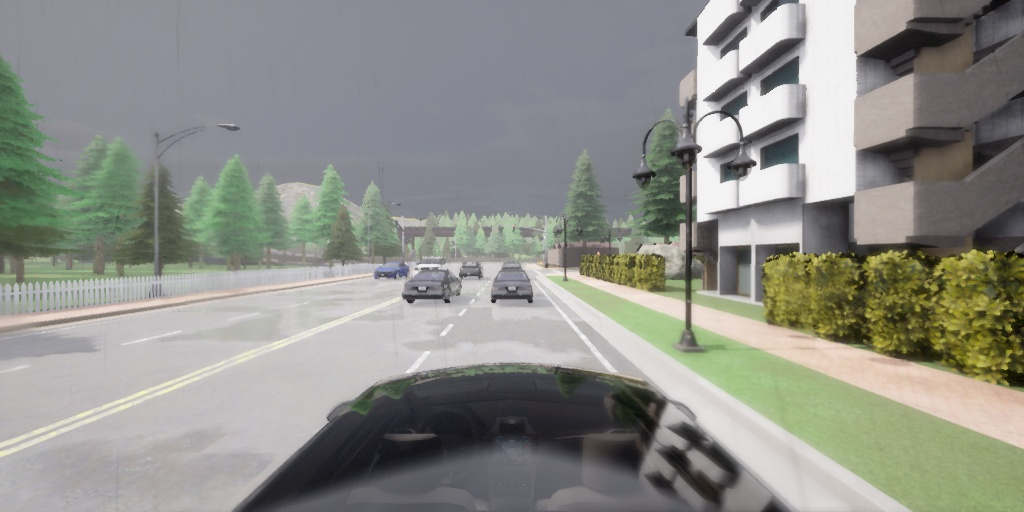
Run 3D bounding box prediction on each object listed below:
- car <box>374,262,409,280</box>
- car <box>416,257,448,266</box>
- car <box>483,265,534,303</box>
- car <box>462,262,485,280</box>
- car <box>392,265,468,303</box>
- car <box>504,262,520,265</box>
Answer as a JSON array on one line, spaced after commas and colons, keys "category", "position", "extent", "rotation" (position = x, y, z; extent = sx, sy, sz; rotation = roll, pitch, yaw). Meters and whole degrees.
[{"category": "car", "position": [-10.500, 1.261, 31.630], "extent": [1.882, 1.535, 5.008], "rotation": [0, 0, 0]}, {"category": "car", "position": [-7.000, 1.076, 31.600], "extent": [2.150, 2.045, 5.566], "rotation": [0, 0, 0]}, {"category": "car", "position": [0.000, 1.312, 16.500], "extent": [2.033, 1.411, 5.357], "rotation": [0, 0, 0]}, {"category": "car", "position": [-3.500, 1.244, 31.500], "extent": [2.128, 1.511, 4.902], "rotation": [0, 0, 0]}, {"category": "car", "position": [-3.500, 1.312, 16.500], "extent": [2.033, 1.411, 5.357], "rotation": [0, 0, 0]}, {"category": "car", "position": [0.000, 1.234, 31.500], "extent": [1.882, 1.535, 5.008], "rotation": [0, 0, 0]}]
